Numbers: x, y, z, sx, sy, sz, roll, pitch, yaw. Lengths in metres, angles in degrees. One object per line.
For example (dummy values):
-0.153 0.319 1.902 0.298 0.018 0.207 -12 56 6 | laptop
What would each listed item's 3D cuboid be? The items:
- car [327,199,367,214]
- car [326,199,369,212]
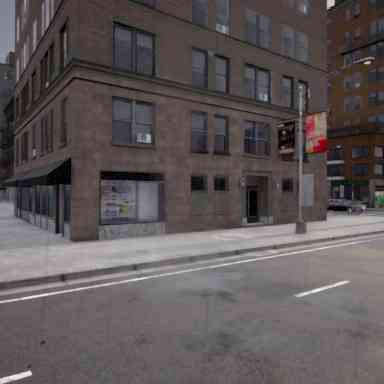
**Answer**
15.654 1.482 34.977 2.128 1.511 4.902 0 0 -35 | car
18.726 1.577 40.137 1.947 1.339 4.313 0 0 -35 | car
